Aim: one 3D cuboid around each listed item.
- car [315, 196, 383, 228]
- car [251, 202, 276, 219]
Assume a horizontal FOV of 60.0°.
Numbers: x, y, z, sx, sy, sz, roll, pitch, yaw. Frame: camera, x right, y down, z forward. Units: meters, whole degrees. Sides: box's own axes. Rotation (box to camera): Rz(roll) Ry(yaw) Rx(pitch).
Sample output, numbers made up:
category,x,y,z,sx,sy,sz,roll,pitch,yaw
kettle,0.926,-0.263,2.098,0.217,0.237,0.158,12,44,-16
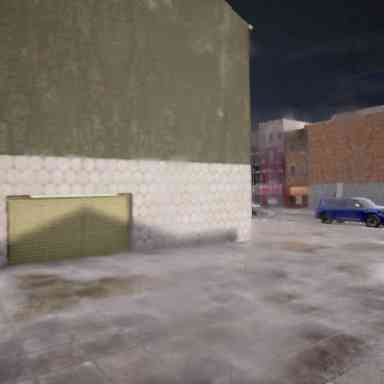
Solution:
category,x,y,z,sx,sy,sz,roll,pitch,yaw
car,11.549,1.356,23.695,2.150,2.045,5.566,-1,0,-35
car,5.846,1.736,31.729,1.812,1.442,4.674,-1,0,-36
